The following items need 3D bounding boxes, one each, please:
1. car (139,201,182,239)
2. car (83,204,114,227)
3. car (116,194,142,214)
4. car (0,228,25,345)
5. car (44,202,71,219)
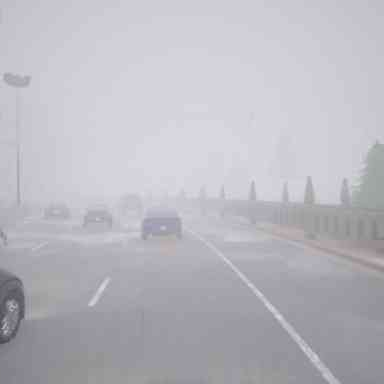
[{"bbox_3d":[-1.673,1.466,17.350,1.882,1.535,5.008,0,0,-9],"label":"car"},{"bbox_3d":[-6.448,1.538,23.079,1.812,1.442,4.674,0,0,-13],"label":"car"},{"bbox_3d":[-6.902,1.238,36.487,2.150,2.045,5.566,0,0,-21],"label":"car"},{"bbox_3d":[-3.680,1.361,3.515,2.097,1.767,4.553,0,0,-2],"label":"car"},{"bbox_3d":[-11.956,1.610,29.670,1.994,1.385,4.181,0,0,-18],"label":"car"}]
